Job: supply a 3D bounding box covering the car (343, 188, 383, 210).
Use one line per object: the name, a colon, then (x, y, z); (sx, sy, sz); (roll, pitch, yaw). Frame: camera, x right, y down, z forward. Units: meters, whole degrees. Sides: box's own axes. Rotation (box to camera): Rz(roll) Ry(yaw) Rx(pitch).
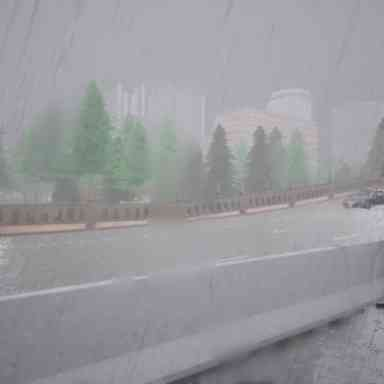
car: (14.099, 0.516, 26.801); (4.902, 1.511, 2.128); (-6, 4, -35)
